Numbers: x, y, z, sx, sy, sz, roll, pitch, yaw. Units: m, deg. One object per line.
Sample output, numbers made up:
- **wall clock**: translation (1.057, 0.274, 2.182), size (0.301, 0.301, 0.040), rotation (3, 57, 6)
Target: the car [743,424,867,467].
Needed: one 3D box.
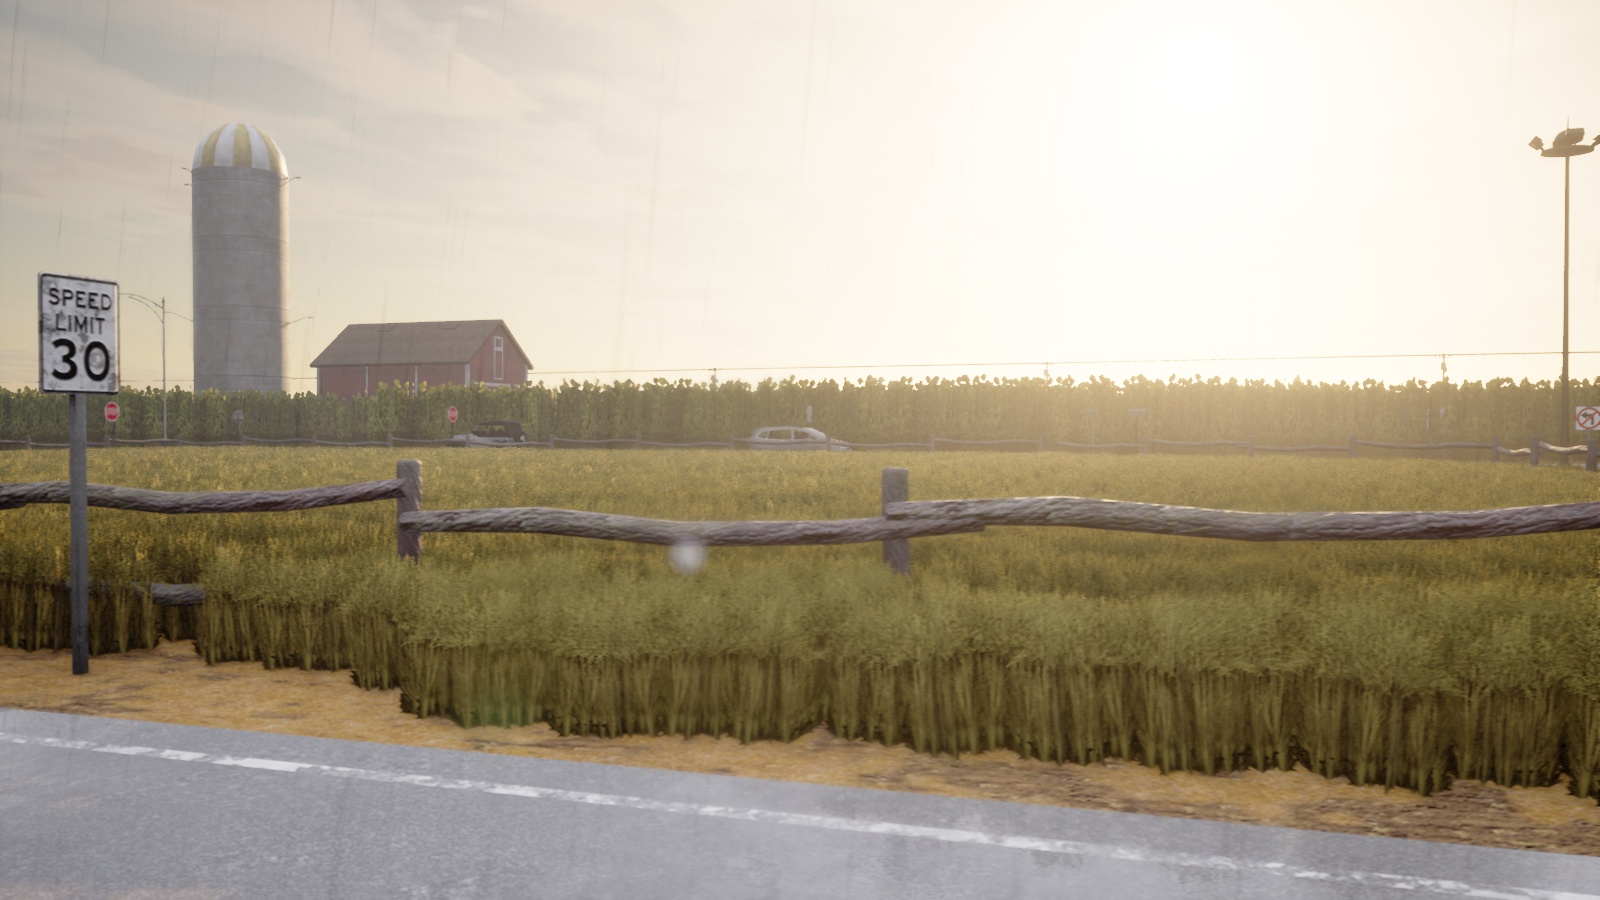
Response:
- **car**: translation (0.217, -0.218, 51.641), size (4.611, 1.667, 2.242), rotation (1, 1, 19)

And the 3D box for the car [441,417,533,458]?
- **car**: translation (-15.028, -0.613, 60.257), size (3.866, 1.878, 1.905), rotation (1, 1, 19)
